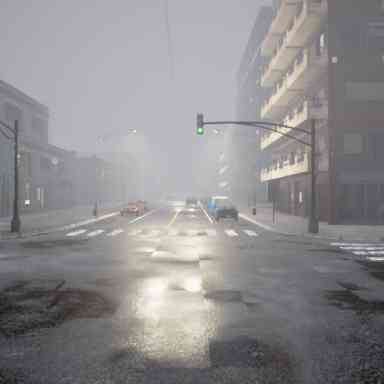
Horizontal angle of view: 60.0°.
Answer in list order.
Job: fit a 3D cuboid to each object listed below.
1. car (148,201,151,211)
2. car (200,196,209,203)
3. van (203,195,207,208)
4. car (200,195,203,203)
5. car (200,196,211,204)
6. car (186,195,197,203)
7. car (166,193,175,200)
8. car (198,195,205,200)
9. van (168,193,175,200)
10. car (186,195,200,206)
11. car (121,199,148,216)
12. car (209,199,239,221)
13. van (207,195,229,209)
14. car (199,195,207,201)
[{"bbox_3d":[-5.711,1.534,37.650,1.887,1.381,4.507,1,0,0],"label":"car"},{"bbox_3d":[2.640,1.522,71.178,1.947,1.339,4.313,1,0,0],"label":"car"},{"bbox_3d":[2.667,1.327,43.275,1.690,1.788,3.998,1,0,0],"label":"van"},{"bbox_3d":[2.655,1.501,54.605,1.752,1.417,4.829,1,0,0],"label":"car"},{"bbox_3d":[2.645,1.529,65.597,1.947,1.339,4.313,1,0,0],"label":"car"},{"bbox_3d":[-0.059,1.454,66.438,2.128,1.511,4.902,0,0,0],"label":"car"},{"bbox_3d":[-5.755,1.495,87.872,1.947,1.339,4.313,1,0,0],"label":"car"},{"bbox_3d":[2.621,1.470,93.502,2.008,1.369,4.403,1,0,0],"label":"car"},{"bbox_3d":[-5.756,1.261,93.452,1.690,1.788,3.998,1,0,0],"label":"van"},{"bbox_3d":[-0.049,1.466,56.015,2.128,1.511,4.902,0,0,0],"label":"car"},{"bbox_3d":[-5.707,1.574,32.069,1.802,1.307,4.206,1,0,0],"label":"car"},{"bbox_3d":[2.679,1.546,26.533,2.008,1.369,4.403,1,0,0],"label":"car"},{"bbox_3d":[2.677,1.333,32.112,1.690,1.788,3.998,1,0,0],"label":"van"},{"bbox_3d":[2.631,1.483,82.340,1.887,1.381,4.507,1,0,0],"label":"car"}]
